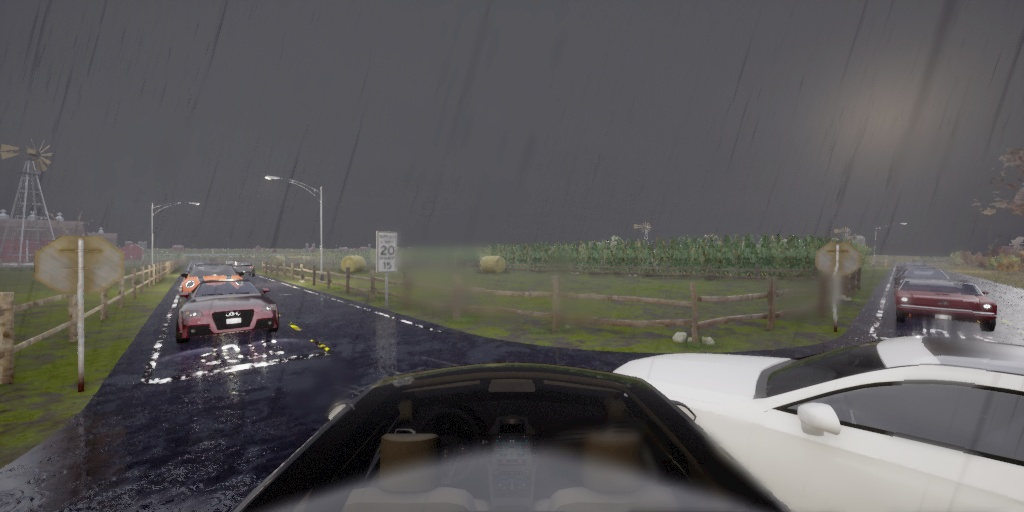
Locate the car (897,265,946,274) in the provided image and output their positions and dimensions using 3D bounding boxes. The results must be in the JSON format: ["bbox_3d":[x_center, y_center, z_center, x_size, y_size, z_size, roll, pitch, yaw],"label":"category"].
[{"bbox_3d":[20.627,1.357,17.940,5.357,1.411,2.033,0,1,-43],"label":"car"}]

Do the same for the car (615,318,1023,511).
[{"bbox_3d":[2.842,1.294,2.347,1.812,1.442,4.674,0,1,-44],"label":"car"}]

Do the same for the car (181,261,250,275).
[{"bbox_3d":[-13.688,1.136,16.447,2.097,1.767,4.553,0,0,-42],"label":"car"}]

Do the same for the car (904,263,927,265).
[{"bbox_3d":[27.393,1.392,24.182,4.181,1.385,1.994,0,1,-43],"label":"car"}]

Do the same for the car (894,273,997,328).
[{"bbox_3d":[13.538,1.394,11.389,4.718,1.301,1.895,0,1,-43],"label":"car"}]

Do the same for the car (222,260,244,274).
[{"bbox_3d":[-33.625,1.292,43.170,1.837,1.490,4.892,0,0,-41],"label":"car"}]

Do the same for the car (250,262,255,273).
[{"bbox_3d":[-26.918,1.273,35.700,2.128,1.511,4.902,0,0,-41],"label":"car"}]

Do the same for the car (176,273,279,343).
[{"bbox_3d":[-7.923,1.353,9.953,1.994,1.385,4.181,0,0,-42],"label":"car"}]
